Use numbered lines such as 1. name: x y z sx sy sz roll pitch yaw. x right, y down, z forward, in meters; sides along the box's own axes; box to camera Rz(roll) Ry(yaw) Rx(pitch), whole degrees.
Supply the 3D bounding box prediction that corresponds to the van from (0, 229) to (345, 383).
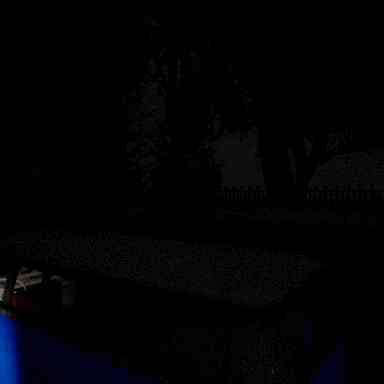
1. van: -0.667 1.341 3.188 3.998 1.788 1.690 0 0 35
